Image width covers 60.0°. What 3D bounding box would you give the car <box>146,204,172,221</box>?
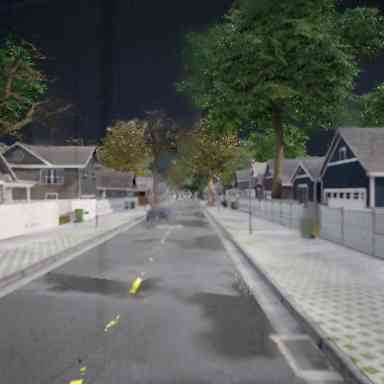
[{"bbox_3d":[-2.765,1.738,28.487,1.895,1.301,4.718,0,0,0],"label":"car"}]
